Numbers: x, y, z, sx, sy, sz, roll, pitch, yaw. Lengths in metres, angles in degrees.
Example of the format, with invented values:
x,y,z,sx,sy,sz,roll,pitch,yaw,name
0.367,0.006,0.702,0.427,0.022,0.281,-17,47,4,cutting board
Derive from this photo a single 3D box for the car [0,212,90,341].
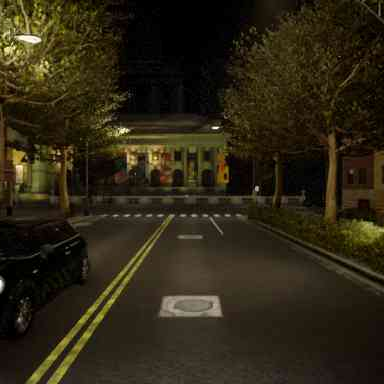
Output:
x,y,z,sx,sy,sz,roll,pitch,yaw,name
-3.627,1.352,6.514,2.097,1.767,4.553,0,0,0,car

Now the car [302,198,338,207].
x,y,z,sx,sy,sz,roll,pitch,yaw,name
19.193,1.600,50.031,4.718,1.301,1.895,0,0,1,car

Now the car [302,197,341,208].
x,y,z,sx,sy,sz,roll,pitch,yaw,name
18.210,1.504,46.518,4.892,1.490,1.837,0,0,1,car
